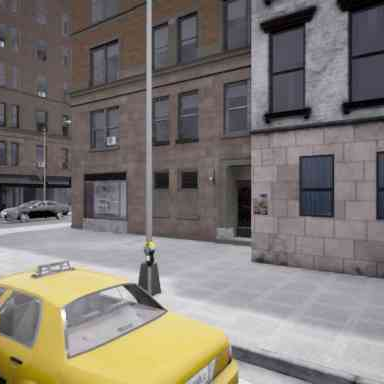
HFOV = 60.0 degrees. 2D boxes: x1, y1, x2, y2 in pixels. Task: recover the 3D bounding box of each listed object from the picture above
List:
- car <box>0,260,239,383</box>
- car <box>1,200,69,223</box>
[{"bbox_3d":[-1.846,1.525,4.065,4.829,1.417,1.752,0,0,34],"label":"car"},{"bbox_3d":[-11.671,1.400,25.023,2.128,1.511,4.902,0,0,32],"label":"car"}]
